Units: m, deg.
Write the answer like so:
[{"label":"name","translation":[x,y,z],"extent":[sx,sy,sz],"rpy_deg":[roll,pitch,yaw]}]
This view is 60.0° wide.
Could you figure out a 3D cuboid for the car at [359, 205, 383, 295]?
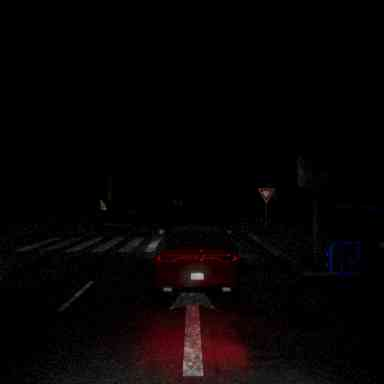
[{"label":"car","translation":[6.026,1.235,6.635],"extent":[5.566,2.045,2.435],"rpy_deg":[1,0,-20]}]

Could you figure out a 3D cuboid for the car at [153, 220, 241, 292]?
[{"label":"car","translation":[0.098,1.477,8.935],"extent":[1.882,1.535,5.008],"rpy_deg":[0,0,0]}]

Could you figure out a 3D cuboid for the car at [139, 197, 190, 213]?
[{"label":"car","translation":[-3.050,1.420,37.435],"extent":[5.566,2.045,2.150],"rpy_deg":[2,0,8]}]
